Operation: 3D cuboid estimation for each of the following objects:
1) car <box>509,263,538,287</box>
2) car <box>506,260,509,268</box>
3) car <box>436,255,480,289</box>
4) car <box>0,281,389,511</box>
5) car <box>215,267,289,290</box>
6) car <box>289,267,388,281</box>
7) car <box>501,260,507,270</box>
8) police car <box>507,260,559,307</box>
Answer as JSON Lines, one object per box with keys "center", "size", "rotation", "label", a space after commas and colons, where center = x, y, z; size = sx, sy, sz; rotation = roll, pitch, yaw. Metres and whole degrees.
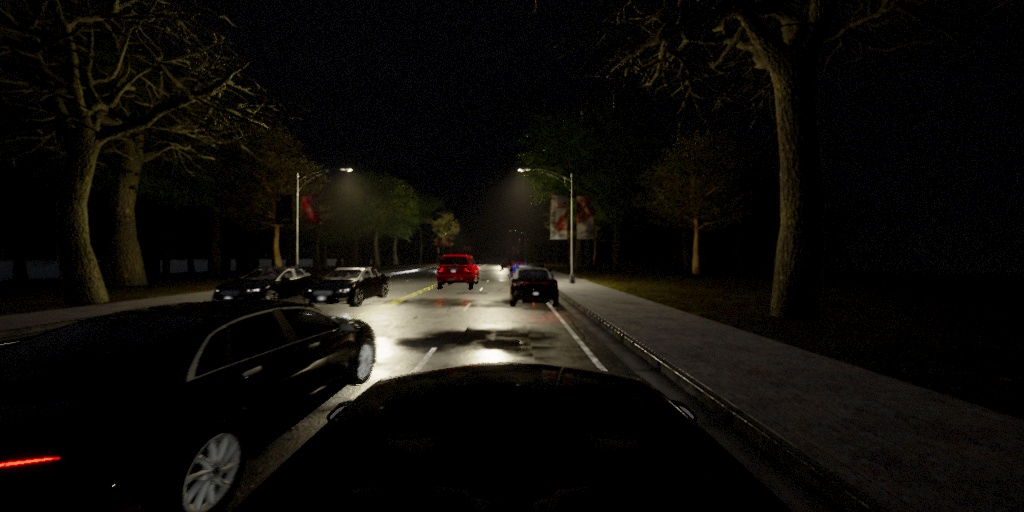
{"center": [0.727, 1.262, 25.541], "size": [1.812, 1.442, 4.674], "rotation": [0, 0, -1], "label": "car"}
{"center": [0.646, 1.266, 31.547], "size": [1.812, 1.442, 4.674], "rotation": [0, 0, -1], "label": "car"}
{"center": [-3.369, 0.956, 23.094], "size": [2.150, 2.045, 5.566], "rotation": [0, 0, -1], "label": "car"}
{"center": [-3.167, 1.250, 4.096], "size": [1.837, 1.490, 4.892], "rotation": [0, 0, -1], "label": "car"}
{"center": [-9.976, 1.226, 15.013], "size": [2.128, 1.511, 4.902], "rotation": [0, 0, -1], "label": "car"}
{"center": [-6.726, 1.226, 15.072], "size": [2.128, 1.511, 4.902], "rotation": [0, 0, -1], "label": "car"}
{"center": [-0.642, 1.294, 52.708], "size": [1.812, 1.442, 4.674], "rotation": [0, 0, 0], "label": "car"}
{"center": [0.844, 1.160, 15.639], "size": [1.930, 1.638, 5.238], "rotation": [0, 0, -1], "label": "police car"}
